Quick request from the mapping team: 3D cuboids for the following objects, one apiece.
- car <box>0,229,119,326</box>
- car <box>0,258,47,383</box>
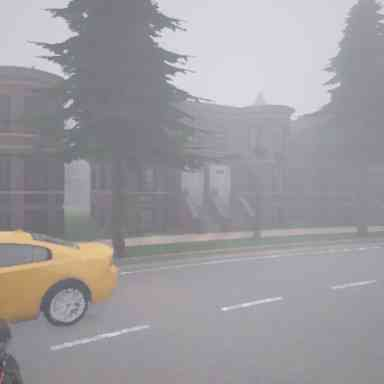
[{"bbox_3d":[-3.727,1.412,5.390,5.008,1.535,1.882,0,0,-34],"label":"car"},{"bbox_3d":[-3.422,1.470,1.339,4.892,1.490,1.837,0,0,-36],"label":"car"}]
